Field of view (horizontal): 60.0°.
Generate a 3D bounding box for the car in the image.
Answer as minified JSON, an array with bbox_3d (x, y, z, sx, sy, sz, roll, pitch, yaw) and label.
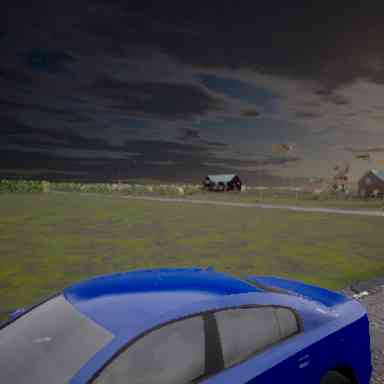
[{"bbox_3d":[-0.515,1.477,2.700,5.008,1.535,1.882,0,0,-35],"label":"car"}]
